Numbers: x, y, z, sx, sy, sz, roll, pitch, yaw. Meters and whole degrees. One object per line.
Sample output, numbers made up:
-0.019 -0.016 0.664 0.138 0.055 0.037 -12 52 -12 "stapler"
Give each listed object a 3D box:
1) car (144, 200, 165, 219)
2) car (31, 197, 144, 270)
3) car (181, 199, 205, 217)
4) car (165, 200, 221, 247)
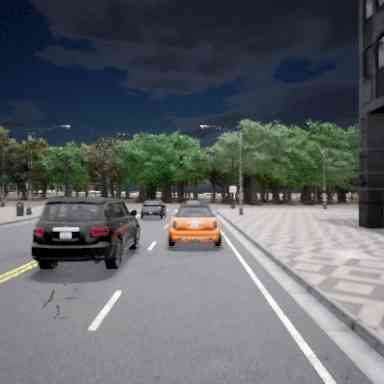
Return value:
-3.158 1.392 28.037 2.128 1.511 4.902 0 0 0 "car"
-3.153 1.188 10.986 2.150 2.045 5.566 0 0 0 "car"
0.118 1.433 31.612 2.033 1.411 5.357 0 0 1 "car"
0.095 1.306 14.856 2.097 1.767 4.553 0 0 0 "car"
